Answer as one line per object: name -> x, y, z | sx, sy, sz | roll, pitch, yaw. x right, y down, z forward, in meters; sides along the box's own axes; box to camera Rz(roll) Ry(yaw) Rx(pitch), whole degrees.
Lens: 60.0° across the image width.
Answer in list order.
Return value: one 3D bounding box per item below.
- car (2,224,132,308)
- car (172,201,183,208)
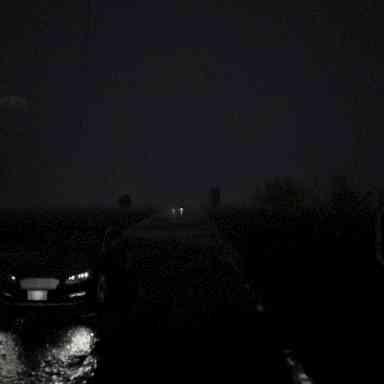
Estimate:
car -> -2.749, 1.602, 8.372 | 2.128, 1.511, 4.902 | 0, -1, 0
car -> -2.737, 2.382, 63.744 | 1.812, 1.442, 4.674 | 0, -1, 0
